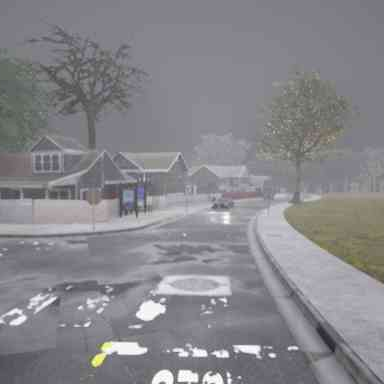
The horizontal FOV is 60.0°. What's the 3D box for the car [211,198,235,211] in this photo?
[{"bbox_3d":[3.598,1.383,37.809,1.895,1.301,4.718,1,1,18],"label":"car"}]
